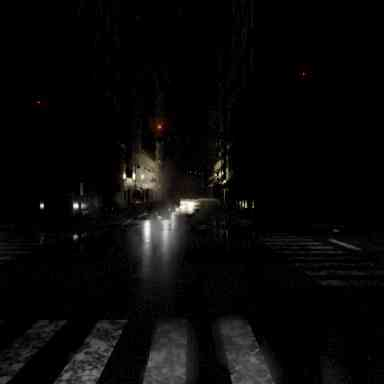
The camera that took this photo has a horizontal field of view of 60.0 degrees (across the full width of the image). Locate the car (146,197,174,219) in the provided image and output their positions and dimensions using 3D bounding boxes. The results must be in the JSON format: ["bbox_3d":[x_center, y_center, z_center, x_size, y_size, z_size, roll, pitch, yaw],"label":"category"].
[{"bbox_3d":[-2.865,1.496,29.285,1.837,1.490,4.892,0,0,0],"label":"car"}]

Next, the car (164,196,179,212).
[{"bbox_3d":[-2.864,1.511,39.152,1.812,1.442,4.674,0,0,0],"label":"car"}]

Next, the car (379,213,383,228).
[{"bbox_3d":[12.338,1.282,16.892,5.009,1.841,2.192,0,0,0],"label":"car"}]

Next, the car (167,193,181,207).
[{"bbox_3d":[-2.874,1.197,49.552,2.150,2.045,5.566,0,0,0],"label":"car"}]
